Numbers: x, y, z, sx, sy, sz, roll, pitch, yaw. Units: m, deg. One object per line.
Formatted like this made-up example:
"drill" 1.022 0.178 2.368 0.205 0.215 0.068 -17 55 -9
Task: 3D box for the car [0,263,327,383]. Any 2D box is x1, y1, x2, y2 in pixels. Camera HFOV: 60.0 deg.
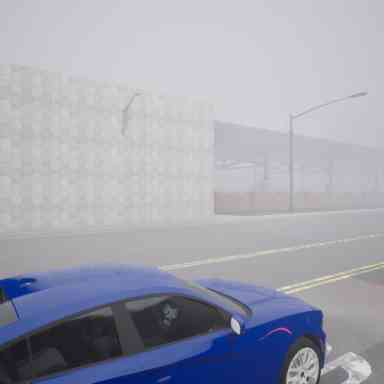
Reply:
"car" -0.691 1.478 3.256 5.008 1.535 1.882 0 0 -36
